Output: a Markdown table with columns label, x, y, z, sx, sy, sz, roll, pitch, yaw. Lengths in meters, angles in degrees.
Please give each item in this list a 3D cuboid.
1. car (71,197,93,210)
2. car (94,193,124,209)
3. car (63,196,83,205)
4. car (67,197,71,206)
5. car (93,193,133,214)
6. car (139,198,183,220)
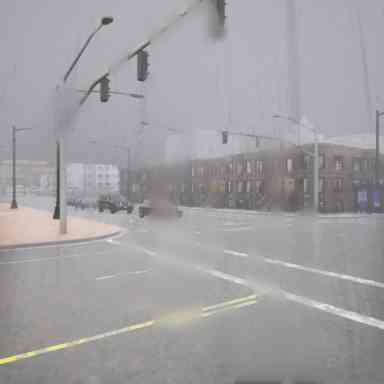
| label | x | y | z | sx | sy | sz | roll | pitch | yaw |
| --- | --- | --- | --- | --- | --- | --- | --- | --- | --- |
| car | -14.225 | 1.526 | 44.293 | 1.812 | 1.442 | 4.674 | 0 | 0 | -35 |
| car | -11.862 | 1.220 | 47.313 | 2.150 | 2.045 | 5.566 | 0 | 0 | -36 |
| car | -22.118 | 1.547 | 61.586 | 2.033 | 1.411 | 5.357 | 0 | 0 | -36 |
| car | -20.027 | 1.564 | 52.421 | 1.994 | 1.385 | 4.181 | 0 | 0 | -35 |
| car | -8.434 | 1.221 | 36.198 | 2.150 | 2.045 | 5.566 | 0 | 0 | -36 |
| car | -2.720 | 1.352 | 28.259 | 2.097 | 1.767 | 4.553 | 0 | 0 | -35 |
